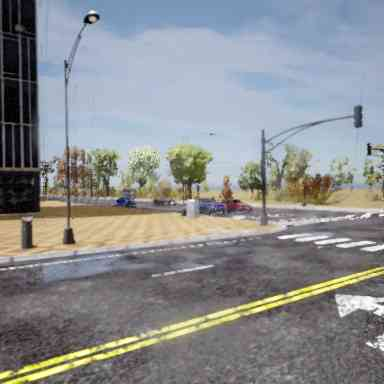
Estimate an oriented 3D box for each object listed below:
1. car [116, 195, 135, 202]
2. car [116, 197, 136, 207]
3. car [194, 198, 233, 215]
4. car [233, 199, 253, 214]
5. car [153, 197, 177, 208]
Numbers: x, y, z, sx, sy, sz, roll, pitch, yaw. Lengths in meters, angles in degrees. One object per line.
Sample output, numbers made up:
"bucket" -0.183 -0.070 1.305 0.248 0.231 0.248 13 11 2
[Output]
"car" -12.357 1.173 61.533 1.895 1.301 4.718 -1 1 -33
"car" -10.416 1.501 52.455 1.882 1.535 5.008 -1 1 -33
"car" 1.612 1.360 33.872 2.097 1.767 4.553 -1 1 -33
"car" 4.442 1.469 35.484 1.812 1.442 4.674 -1 1 -33
"car" -4.036 1.448 48.561 2.128 1.511 4.902 -1 0 -33
